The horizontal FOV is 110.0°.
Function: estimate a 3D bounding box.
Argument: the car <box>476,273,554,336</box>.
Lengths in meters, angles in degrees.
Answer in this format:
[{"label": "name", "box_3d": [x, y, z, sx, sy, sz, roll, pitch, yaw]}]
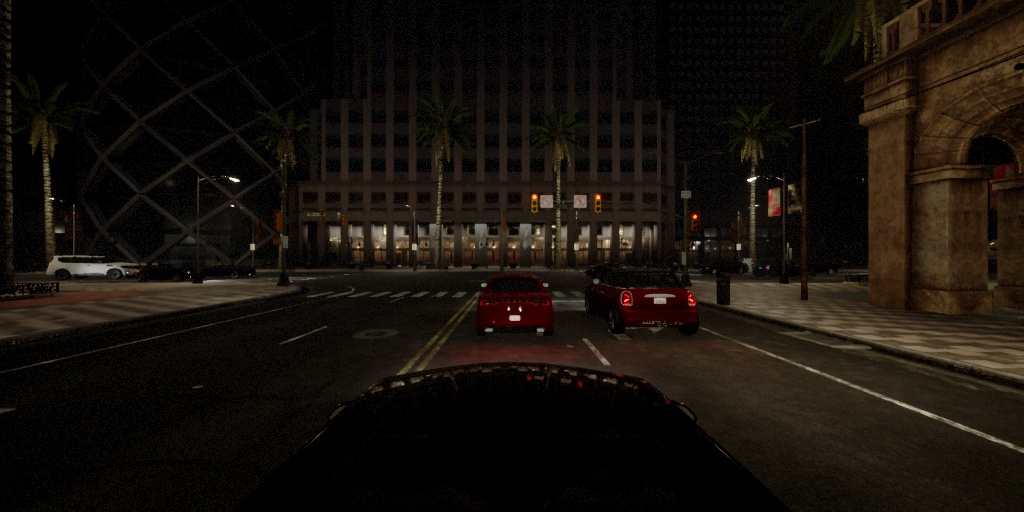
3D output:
[{"label": "car", "box_3d": [0.080, 1.228, 10.433, 1.882, 1.535, 5.008, 0, 0, 0]}]

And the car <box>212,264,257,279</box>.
[{"label": "car", "box_3d": [-25.727, 1.351, 32.062, 4.718, 1.301, 1.895, 0, 0, -3]}]

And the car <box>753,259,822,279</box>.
[{"label": "car", "box_3d": [24.411, 1.102, 32.156, 4.553, 1.767, 2.097, 0, 0, 0]}]

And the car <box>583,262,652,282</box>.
[{"label": "car", "box_3d": [8.312, 1.241, 28.702, 4.902, 1.511, 2.128, 0, 0, 0]}]

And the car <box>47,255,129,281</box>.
[{"label": "car", "box_3d": [-35.343, 0.972, 30.546, 5.566, 2.045, 2.150, 0, 0, -19]}]

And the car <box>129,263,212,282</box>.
[{"label": "car", "box_3d": [-27.013, 1.314, 28.463, 4.181, 1.385, 1.994, 0, 0, -4]}]

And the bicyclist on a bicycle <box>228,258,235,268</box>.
[{"label": "bicyclist on a bicycle", "box_3d": [-35.750, 1.050, 45.689, 0.582, 1.620, 1.656, 0, 0, -12]}]

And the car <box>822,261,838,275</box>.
[{"label": "car", "box_3d": [32.777, 1.228, 39.327, 5.008, 1.535, 1.882, 0, 0, 0]}]

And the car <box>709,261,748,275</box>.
[{"label": "car", "box_3d": [23.170, 1.255, 39.359, 4.892, 1.490, 1.837, 0, 0, 0]}]

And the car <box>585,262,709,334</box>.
[{"label": "car", "box_3d": [3.582, 1.102, 10.774, 2.097, 1.767, 4.553, 0, 0, 0]}]
